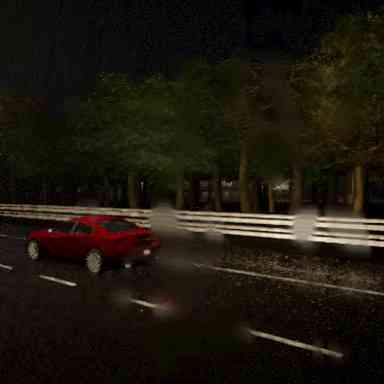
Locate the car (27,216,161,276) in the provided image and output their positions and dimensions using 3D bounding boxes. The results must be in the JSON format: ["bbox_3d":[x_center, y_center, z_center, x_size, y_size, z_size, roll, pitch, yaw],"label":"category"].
[{"bbox_3d":[-3.244,1.497,10.488,5.008,1.535,1.882,0,0,36],"label":"car"}]
